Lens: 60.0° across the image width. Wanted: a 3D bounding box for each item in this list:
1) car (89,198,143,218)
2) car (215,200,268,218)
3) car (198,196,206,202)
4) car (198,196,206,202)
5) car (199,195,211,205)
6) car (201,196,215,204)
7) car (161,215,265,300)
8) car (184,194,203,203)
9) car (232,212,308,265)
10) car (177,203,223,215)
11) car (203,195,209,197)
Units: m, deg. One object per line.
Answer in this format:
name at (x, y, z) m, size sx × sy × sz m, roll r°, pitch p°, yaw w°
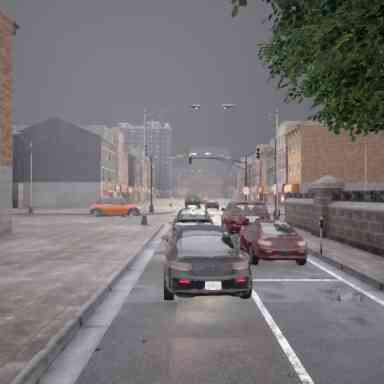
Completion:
car at (-6.480, 1.359, 28.962) m, size 4.553 × 1.767 × 2.097 m, roll 0°, pitch -1°, yaw -8°
car at (2.618, 1.324, 16.820) m, size 2.192 × 1.841 × 5.009 m, roll 1°, pitch 0°, yaw 0°
car at (2.489, 1.752, 86.748) m, size 2.008 × 1.369 × 4.403 m, roll 0°, pitch 0°, yaw 0°
car at (2.498, 1.760, 81.311) m, size 1.802 × 1.307 × 4.206 m, roll 0°, pitch 0°, yaw 0°
car at (2.530, 1.432, 64.999) m, size 2.192 × 1.841 × 5.009 m, roll 1°, pitch 0°, yaw 0°
car at (2.567, 1.599, 43.250) m, size 1.887 × 1.381 × 4.507 m, roll 1°, pitch 0°, yaw 0°
car at (0.222, 1.528, 8.309) m, size 1.812 × 1.442 × 4.674 m, roll 0°, pitch 0°, yaw -4°
car at (0.061, 1.289, 48.641) m, size 2.150 × 2.045 × 5.566 m, roll 0°, pitch 0°, yaw -1°
car at (2.625, 1.586, 11.370) m, size 1.802 × 1.307 × 4.206 m, roll 1°, pitch 0°, yaw 0°
car at (0.049, 1.499, 15.705) m, size 2.128 × 1.511 × 4.902 m, roll 0°, pitch 0°, yaw 0°
car at (2.538, 1.644, 59.561) m, size 1.887 × 1.381 × 4.507 m, roll 1°, pitch 0°, yaw 0°
